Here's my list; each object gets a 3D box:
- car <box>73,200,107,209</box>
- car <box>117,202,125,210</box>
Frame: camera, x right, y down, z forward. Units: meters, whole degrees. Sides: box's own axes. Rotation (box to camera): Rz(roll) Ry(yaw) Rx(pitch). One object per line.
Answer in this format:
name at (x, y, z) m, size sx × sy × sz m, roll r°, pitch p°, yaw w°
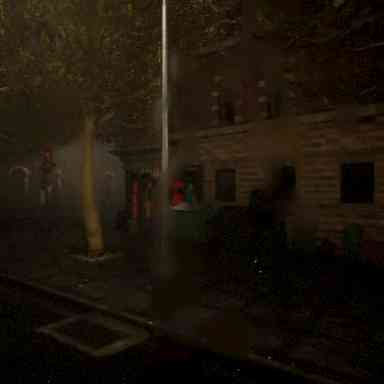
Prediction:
car at (-14.879, 1.829, 48.605) m, size 1.895 × 1.301 × 4.718 m, roll 0°, pitch 0°, yaw 38°
car at (-8.200, 1.706, 46.365) m, size 1.882 × 1.535 × 5.008 m, roll 0°, pitch 0°, yaw 38°
